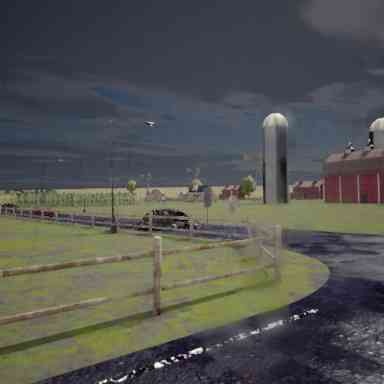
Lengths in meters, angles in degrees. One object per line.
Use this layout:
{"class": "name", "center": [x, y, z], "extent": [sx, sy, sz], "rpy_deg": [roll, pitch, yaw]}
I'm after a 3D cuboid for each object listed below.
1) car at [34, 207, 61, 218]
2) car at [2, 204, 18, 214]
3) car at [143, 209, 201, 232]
{"class": "car", "center": [-17.823, 2.511, 40.959], "extent": [1.895, 1.301, 4.718], "rpy_deg": [-1, 0, -42]}
{"class": "car", "center": [-30.653, 2.741, 55.944], "extent": [1.837, 1.490, 4.892], "rpy_deg": [-1, 0, -39]}
{"class": "car", "center": [-1.518, 1.969, 23.465], "extent": [1.837, 1.490, 4.892], "rpy_deg": [-1, 0, -44]}
